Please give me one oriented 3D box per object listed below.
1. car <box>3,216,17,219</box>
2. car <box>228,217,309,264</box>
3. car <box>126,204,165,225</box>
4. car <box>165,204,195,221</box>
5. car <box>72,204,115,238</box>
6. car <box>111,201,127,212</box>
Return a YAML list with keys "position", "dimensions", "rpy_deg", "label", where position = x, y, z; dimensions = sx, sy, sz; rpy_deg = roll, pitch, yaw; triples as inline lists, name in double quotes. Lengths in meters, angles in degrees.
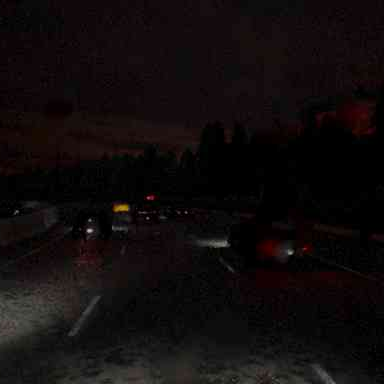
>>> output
- position: [-15.372, 1.635, 28.062]
  dimensions: [2.097, 1.767, 4.553]
  rpy_deg: [0, -1, -19]
  label: "car"
- position: [2.616, 1.625, 12.146]
  dimensions: [1.812, 1.442, 4.674]
  rpy_deg: [0, -1, -6]
  label: "car"
- position: [-3.841, 1.733, 26.641]
  dimensions: [2.128, 1.511, 4.902]
  rpy_deg: [0, 0, -14]
  label: "car"
- position: [-1.234, 1.815, 30.532]
  dimensions: [2.033, 1.411, 5.357]
  rpy_deg: [0, -1, -17]
  label: "car"
- position: [-5.557, 1.683, 18.875]
  dimensions: [1.837, 1.490, 4.892]
  rpy_deg: [0, -1, -11]
  label: "car"
- position: [-9.246, 1.863, 41.802]
  dimensions: [1.882, 1.535, 5.008]
  rpy_deg: [0, 0, -23]
  label: "car"
